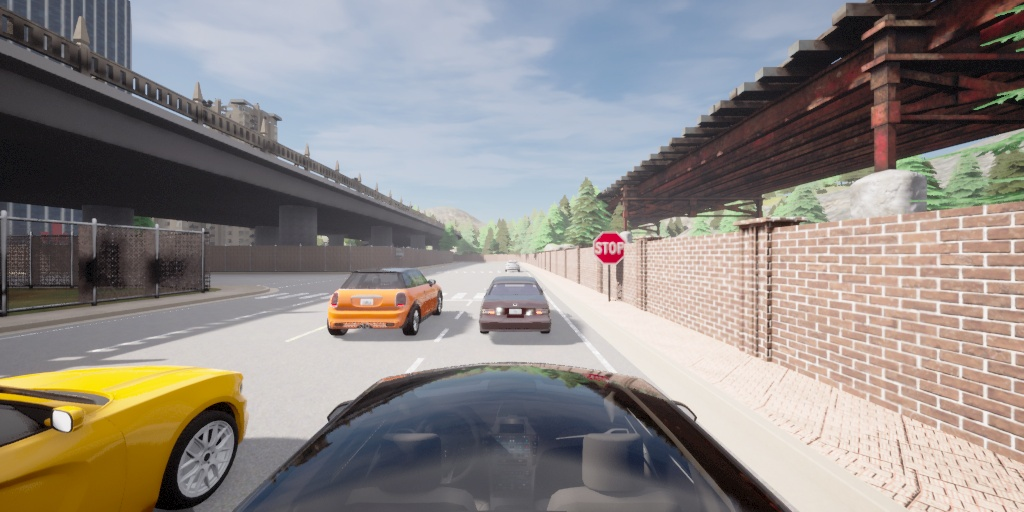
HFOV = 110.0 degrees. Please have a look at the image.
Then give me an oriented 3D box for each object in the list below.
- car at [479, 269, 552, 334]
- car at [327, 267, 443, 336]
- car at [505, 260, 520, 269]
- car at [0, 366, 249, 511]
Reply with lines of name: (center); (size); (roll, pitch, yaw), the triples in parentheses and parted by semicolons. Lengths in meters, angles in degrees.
car: (0.074, 1.297, 10.600); (2.033, 1.411, 5.357); (0, 0, 0)
car: (-3.427, 1.102, 10.576); (2.097, 1.767, 4.553); (0, 0, 0)
car: (0.056, 1.276, 45.973); (1.812, 1.442, 4.674); (0, 0, -1)
car: (-3.398, 1.228, 1.319); (1.882, 1.535, 5.008); (0, 0, 0)
